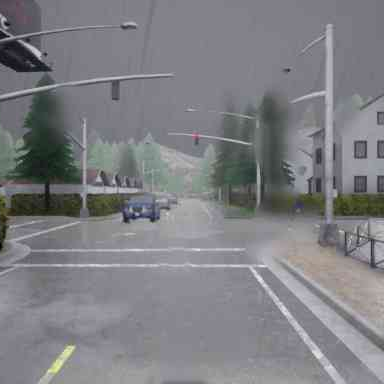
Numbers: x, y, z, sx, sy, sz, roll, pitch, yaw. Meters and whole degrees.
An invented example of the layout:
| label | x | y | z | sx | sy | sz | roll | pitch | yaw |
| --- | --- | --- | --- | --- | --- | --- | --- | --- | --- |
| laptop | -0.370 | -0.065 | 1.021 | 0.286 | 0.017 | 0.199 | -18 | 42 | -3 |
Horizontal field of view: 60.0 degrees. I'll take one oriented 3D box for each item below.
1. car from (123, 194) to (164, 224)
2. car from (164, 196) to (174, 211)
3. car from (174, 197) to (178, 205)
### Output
| label | x | y | z | sx | sy | sz | roll | pitch | yaw |
| --- | --- | --- | --- | --- | --- | --- | --- | --- | --- |
| car | -3.612 | 1.177 | 24.717 | 2.150 | 2.045 | 5.566 | -1 | -1 | 0 |
| car | -3.585 | 1.527 | 40.483 | 1.812 | 1.442 | 4.674 | 0 | 1 | 0 |
| car | -3.486 | 1.533 | 59.323 | 1.812 | 1.442 | 4.674 | 0 | 0 | 0 |
